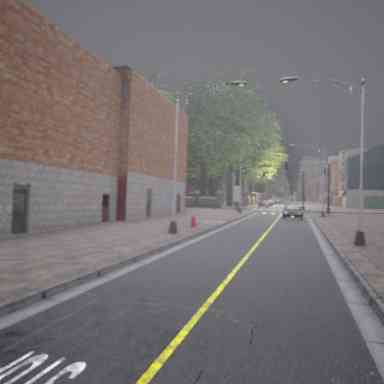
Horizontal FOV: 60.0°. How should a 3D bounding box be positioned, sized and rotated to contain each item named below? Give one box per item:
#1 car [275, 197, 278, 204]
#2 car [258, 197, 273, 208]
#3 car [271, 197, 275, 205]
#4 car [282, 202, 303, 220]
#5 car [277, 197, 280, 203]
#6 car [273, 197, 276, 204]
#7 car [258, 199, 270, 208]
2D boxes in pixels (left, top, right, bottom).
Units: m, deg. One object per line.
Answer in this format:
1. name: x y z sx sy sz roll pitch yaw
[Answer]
1. car: 20.213 2.538 84.441 1.802 1.307 4.206 3 0 17
2. car: 13.336 2.184 61.988 2.008 1.369 4.403 3 0 17
3. car: 15.444 2.279 68.804 2.008 1.369 4.403 3 0 17
4. car: 10.043 2.002 33.019 1.895 1.301 4.718 1 0 18
5. car: 21.816 2.353 89.654 2.192 1.841 5.009 3 0 17
6. car: 17.034 2.367 74.016 1.947 1.339 4.313 3 0 17
7. car: 13.890 2.184 63.883 1.752 1.417 4.829 3 0 17
